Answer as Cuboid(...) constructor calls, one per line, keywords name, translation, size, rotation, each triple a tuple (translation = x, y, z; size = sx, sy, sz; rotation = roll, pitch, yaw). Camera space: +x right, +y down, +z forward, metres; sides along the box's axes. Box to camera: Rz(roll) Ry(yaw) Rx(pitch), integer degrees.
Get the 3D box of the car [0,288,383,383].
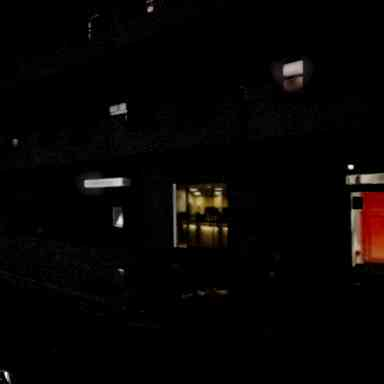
Cuboid(name="car", translation=(0.000, 1.567, 2.892), size=(4.313, 1.339, 1.947), rotation=(0, -1, 36))
